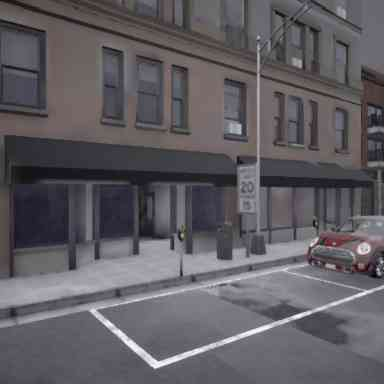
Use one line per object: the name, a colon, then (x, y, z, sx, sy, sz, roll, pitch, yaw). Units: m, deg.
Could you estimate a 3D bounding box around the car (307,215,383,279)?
car: (5.281, 1.440, 9.954, 4.097, 1.590, 1.967, 0, 0, -35)
